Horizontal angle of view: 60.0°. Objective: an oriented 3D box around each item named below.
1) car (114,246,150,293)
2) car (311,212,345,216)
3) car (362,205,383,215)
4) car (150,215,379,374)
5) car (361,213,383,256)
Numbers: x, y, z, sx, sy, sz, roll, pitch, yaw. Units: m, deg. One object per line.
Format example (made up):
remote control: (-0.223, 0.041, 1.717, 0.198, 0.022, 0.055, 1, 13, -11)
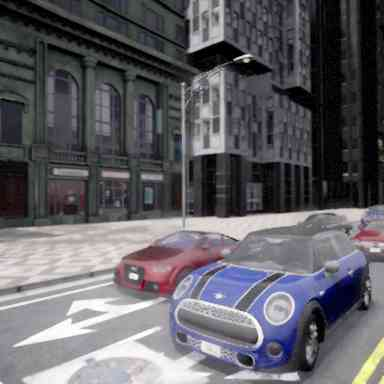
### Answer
car: (-0.021, 1.760, 9.091, 1.994, 1.385, 4.181, -1, -2, 41)
car: (6.685, 1.831, 16.816, 1.837, 1.490, 4.892, -1, -1, 41)
car: (14.965, 1.845, 26.328, 2.097, 1.767, 4.553, -1, -2, 41)
car: (1.683, 1.477, 6.065, 2.097, 1.767, 4.553, -1, -2, 40)
car: (7.830, 1.771, 13.199, 1.812, 1.442, 4.674, -1, -2, 41)
